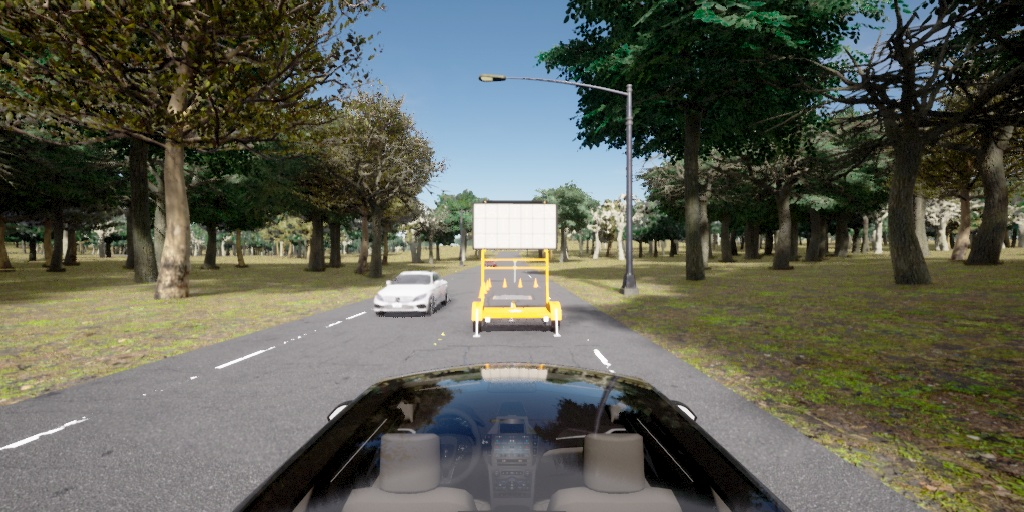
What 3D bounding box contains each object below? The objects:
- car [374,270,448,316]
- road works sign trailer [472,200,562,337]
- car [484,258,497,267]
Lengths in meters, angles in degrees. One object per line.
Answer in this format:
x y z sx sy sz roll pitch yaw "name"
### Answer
-3.585 1.287 13.534 1.812 1.442 4.674 0 0 0 "car"
0.079 0.220 10.297 2.380 3.560 2.880 0 0 -2 "road works sign trailer"
-3.531 1.101 56.928 2.097 1.767 4.553 0 0 0 "car"
